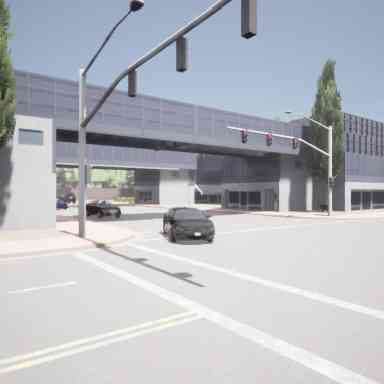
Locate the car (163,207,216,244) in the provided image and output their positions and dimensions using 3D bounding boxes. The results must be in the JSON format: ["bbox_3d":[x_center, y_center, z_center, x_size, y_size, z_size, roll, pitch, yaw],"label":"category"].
[{"bbox_3d":[-0.252,1.477,16.199,1.882,1.535,5.008,1,0,-12],"label":"car"}]

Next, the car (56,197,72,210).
[{"bbox_3d":[-17.018,1.601,41.589,1.895,1.301,4.718,0,0,-36],"label":"car"}]

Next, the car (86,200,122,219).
[{"bbox_3d":[-7.763,1.491,28.855,2.128,1.511,4.902,0,0,-36],"label":"car"}]

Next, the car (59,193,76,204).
[{"bbox_3d":[-23.749,1.221,63.027,2.150,2.045,5.566,0,0,-36],"label":"car"}]
